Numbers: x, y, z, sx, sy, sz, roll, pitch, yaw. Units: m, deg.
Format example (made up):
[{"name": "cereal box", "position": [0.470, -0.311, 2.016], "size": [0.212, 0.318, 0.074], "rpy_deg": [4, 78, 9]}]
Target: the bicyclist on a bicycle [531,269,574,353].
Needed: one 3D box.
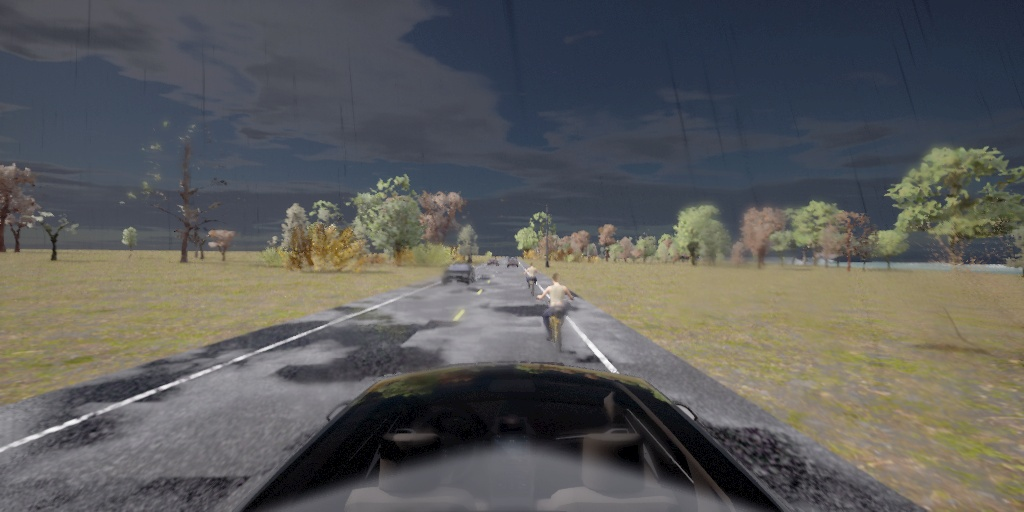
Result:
[{"name": "bicyclist on a bicycle", "position": [0.950, 1.166, 7.771], "size": [0.866, 1.612, 1.509], "rpy_deg": [0, 0, 0]}]

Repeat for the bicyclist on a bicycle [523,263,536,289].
[{"name": "bicyclist on a bicycle", "position": [0.983, 1.132, 17.815], "size": [0.866, 1.612, 1.509], "rpy_deg": [0, 0, 0]}]

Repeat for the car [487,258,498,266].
[{"name": "car", "position": [-3.508, 1.096, 65.373], "size": [1.994, 1.385, 4.181], "rpy_deg": [0, 0, 1]}]

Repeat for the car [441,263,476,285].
[{"name": "car", "position": [-3.592, 1.218, 25.097], "size": [2.033, 1.411, 5.357], "rpy_deg": [0, 0, 0]}]

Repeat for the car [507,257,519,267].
[{"name": "car", "position": [0.127, 1.099, 59.552], "size": [2.033, 1.411, 5.357], "rpy_deg": [0, 0, 0]}]
